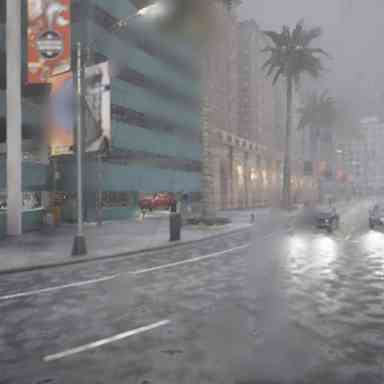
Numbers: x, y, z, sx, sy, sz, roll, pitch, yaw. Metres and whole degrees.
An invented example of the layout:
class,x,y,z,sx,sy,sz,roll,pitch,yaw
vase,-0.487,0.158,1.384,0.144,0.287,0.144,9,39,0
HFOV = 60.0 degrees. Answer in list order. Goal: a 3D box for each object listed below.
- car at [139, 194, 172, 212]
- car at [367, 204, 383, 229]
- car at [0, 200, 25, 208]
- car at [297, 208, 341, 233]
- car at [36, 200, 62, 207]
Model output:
class,x,y,z,sx,sy,sz,roll,pitch,yaw
car,-4.561,1.304,41.190,2.435,2.045,5.566,-1,0,30
car,12.519,1.518,21.424,2.128,1.511,4.902,-1,0,30
car,-30.724,1.981,56.069,2.161,1.482,4.786,-1,0,30
car,7.797,1.659,20.291,1.895,1.301,4.718,-1,0,30
car,-20.931,1.917,49.836,1.895,1.301,4.718,-1,0,30
